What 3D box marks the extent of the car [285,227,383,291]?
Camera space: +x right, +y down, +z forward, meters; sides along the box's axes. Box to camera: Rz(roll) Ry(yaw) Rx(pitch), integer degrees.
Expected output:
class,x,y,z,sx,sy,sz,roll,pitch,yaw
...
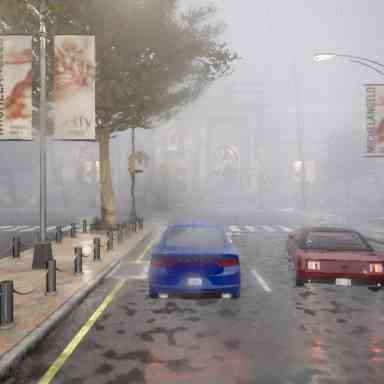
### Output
class,x,y,z,sx,sy,sz,roll,pitch,yaw
car,3.669,1.601,9.143,1.895,1.301,4.718,0,0,13

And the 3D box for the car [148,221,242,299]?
class,x,y,z,sx,sy,sz,roll,pitch,yaw
car,0.063,1.478,8.512,1.882,1.535,5.008,0,0,0
